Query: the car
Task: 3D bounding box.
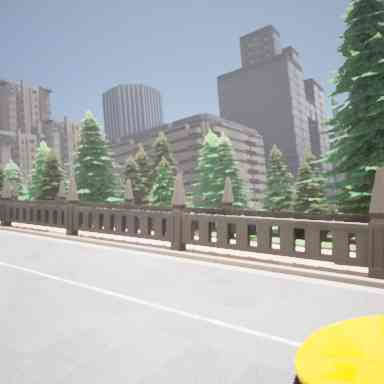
[{"bbox_3d":[3.092,1.474,1.787,5.008,1.535,1.882,0,0,36],"label":"car"}]
